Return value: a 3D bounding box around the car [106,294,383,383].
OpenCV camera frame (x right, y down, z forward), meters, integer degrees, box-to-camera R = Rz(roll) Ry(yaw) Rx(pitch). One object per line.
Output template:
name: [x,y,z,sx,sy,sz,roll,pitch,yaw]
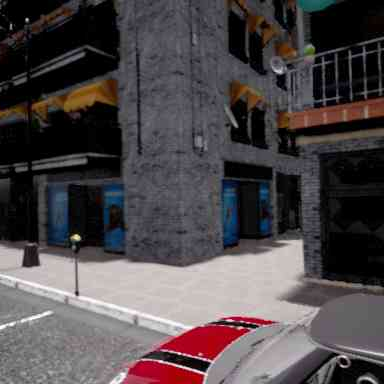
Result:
car: [1.160,1.442,2.067,4.097,1.590,1.967,-1,-1,35]
